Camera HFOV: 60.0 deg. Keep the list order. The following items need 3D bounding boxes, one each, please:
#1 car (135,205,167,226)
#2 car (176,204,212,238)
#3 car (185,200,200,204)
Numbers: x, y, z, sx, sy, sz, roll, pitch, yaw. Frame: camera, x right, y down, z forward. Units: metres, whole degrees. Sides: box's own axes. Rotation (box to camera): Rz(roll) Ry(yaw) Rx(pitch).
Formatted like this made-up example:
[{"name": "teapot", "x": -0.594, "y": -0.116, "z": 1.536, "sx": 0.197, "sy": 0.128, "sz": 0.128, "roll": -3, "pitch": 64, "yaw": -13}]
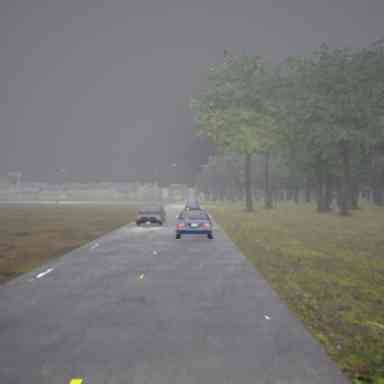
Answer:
[{"name": "car", "x": -2.853, "y": 1.634, "z": 24.324, "sx": 2.033, "sy": 1.411, "sz": 5.357, "roll": 0, "pitch": 0, "yaw": 0}, {"name": "car", "x": 0.099, "y": 1.605, "z": 18.043, "sx": 2.033, "sy": 1.411, "sz": 5.357, "roll": 0, "pitch": 0, "yaw": 0}, {"name": "car", "x": 0.094, "y": 1.773, "z": 43.174, "sx": 1.994, "sy": 1.385, "sz": 4.181, "roll": 0, "pitch": -1, "yaw": 0}]
